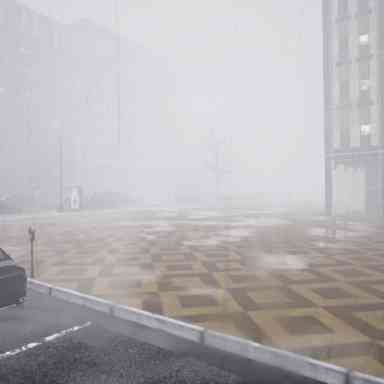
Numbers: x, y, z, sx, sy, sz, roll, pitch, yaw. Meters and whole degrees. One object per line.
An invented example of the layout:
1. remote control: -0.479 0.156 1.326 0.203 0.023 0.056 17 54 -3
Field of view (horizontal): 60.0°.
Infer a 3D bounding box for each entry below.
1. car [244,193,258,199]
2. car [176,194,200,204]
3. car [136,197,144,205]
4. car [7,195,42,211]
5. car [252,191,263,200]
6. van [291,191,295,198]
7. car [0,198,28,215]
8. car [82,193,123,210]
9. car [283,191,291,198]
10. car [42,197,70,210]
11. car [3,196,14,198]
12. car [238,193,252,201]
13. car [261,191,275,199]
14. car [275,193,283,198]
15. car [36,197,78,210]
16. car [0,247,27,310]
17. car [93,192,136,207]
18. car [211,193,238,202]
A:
1. car: 15.362 1.039 86.992 1.947 1.339 4.313 -1 0 36
2. car: -0.547 1.062 50.738 1.967 1.590 4.097 -1 0 36
3. car: -9.254 1.359 48.581 1.895 1.301 4.718 -1 0 36
4. car: -20.302 1.228 37.746 2.192 1.841 5.009 -1 0 36
5. car: 12.422 1.046 68.645 1.802 1.307 4.206 -1 0 36
6. van: 25.388 0.654 86.553 1.690 1.788 3.998 -1 0 36
7. car: -16.755 1.413 28.353 1.802 1.307 4.206 -1 0 36
8. car: -10.273 1.186 37.307 1.967 1.590 4.097 -1 0 36
9. car: 22.148 0.931 82.076 1.802 1.307 4.206 -1 0 36
10. car: -15.259 1.361 40.330 1.812 1.442 4.674 -1 0 36
11. car: -20.718 1.412 32.769 1.837 1.490 4.892 -1 0 36
12. car: 9.180 1.047 64.169 1.887 1.381 4.507 -1 0 36
13. car: 15.661 0.740 73.122 2.192 1.841 5.009 -1 0 36
14. car: 18.906 0.937 77.599 2.008 1.369 4.403 -1 0 36
15. car: -17.058 1.415 42.224 1.887 1.381 4.507 -1 0 36
16. car: -4.994 1.553 6.609 4.403 1.369 2.008 0 -1 36
17. car: -10.151 0.977 41.911 2.150 2.045 5.566 -1 0 36
18. car: 5.938 1.093 59.692 2.008 1.369 4.403 -1 0 36
